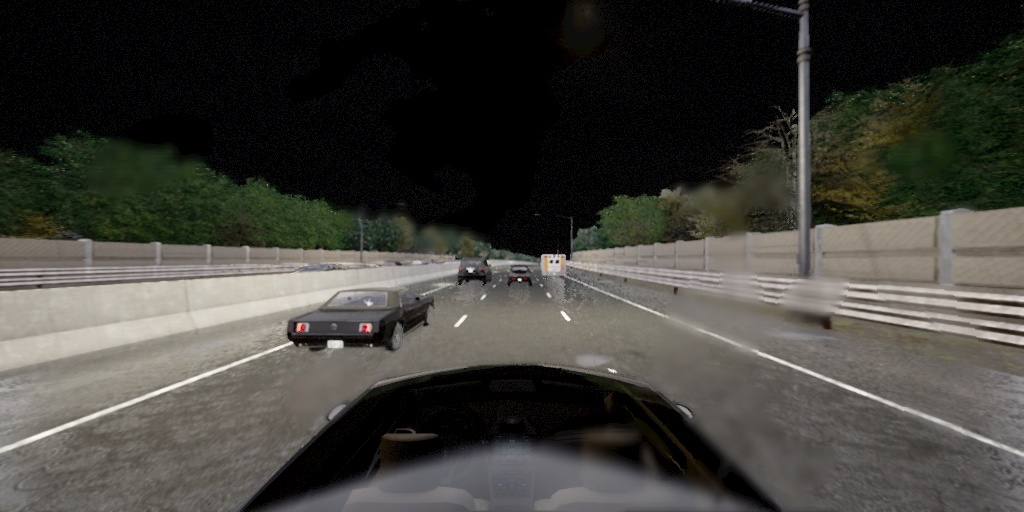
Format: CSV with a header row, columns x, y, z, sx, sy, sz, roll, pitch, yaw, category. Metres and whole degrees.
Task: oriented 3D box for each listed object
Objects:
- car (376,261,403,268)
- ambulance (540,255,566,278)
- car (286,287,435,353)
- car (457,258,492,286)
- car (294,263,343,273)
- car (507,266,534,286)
x,y,z,sx,sy,sz,roll,pitch,yaw,category
-13.198,1.369,38.777,2.097,1.767,4.553,0,0,2,car
4.425,1.109,39.168,2.351,2.431,6.366,0,0,2,ambulance
-3.323,1.418,9.053,1.895,1.301,4.718,0,-1,1,car
-2.873,1.193,28.365,2.150,2.045,5.566,0,0,2,car
-16.958,1.453,31.974,2.128,1.511,4.902,0,0,2,car
0.629,1.485,28.291,1.837,1.490,4.892,0,0,2,car
